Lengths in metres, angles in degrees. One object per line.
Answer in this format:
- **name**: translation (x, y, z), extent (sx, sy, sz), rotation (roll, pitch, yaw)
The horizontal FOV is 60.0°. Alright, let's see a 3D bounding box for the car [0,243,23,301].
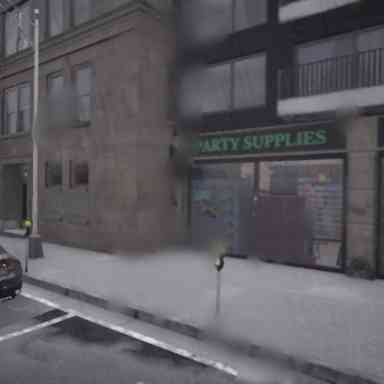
- **car**: translation (-5.139, 1.439, 6.750), extent (4.403, 1.369, 2.008), rotation (1, 1, 36)
